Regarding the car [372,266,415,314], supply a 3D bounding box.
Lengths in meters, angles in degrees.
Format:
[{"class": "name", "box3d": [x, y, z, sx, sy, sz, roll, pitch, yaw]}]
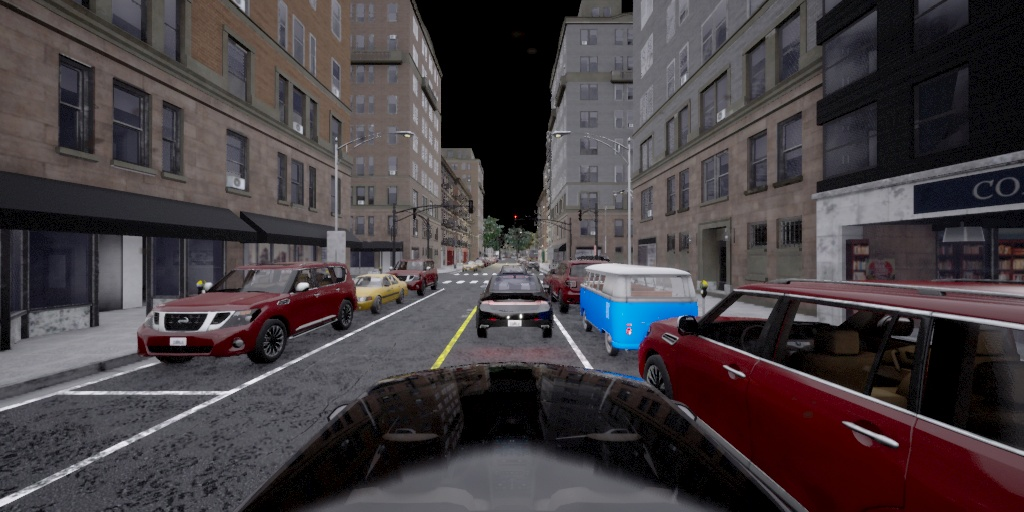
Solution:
[{"class": "car", "box3d": [-5.397, 1.275, 13.817, 1.751, 1.417, 4.829, 0, 0, 0]}]

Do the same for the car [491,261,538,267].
[{"class": "car", "box3d": [0.074, 1.241, 20.229, 2.128, 1.511, 4.902, 0, 0, -1]}]

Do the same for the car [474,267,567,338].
[{"class": "car", "box3d": [0.075, 1.242, 10.178, 2.128, 1.511, 4.902, 0, 0, 0]}]

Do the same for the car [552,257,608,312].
[{"class": "car", "box3d": [2.641, 1.064, 13.984, 2.192, 1.841, 5.009, 0, 0, 0]}]

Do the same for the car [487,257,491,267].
[{"class": "car", "box3d": [-5.392, 1.063, 63.119, 2.192, 1.841, 5.009, 0, 0, 0]}]

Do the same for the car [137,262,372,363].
[{"class": "car", "box3d": [-5.397, 1.065, 8.310, 2.192, 1.841, 5.009, 0, 0, 0]}]

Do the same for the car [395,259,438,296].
[{"class": "car", "box3d": [-5.396, 1.064, 19.666, 2.192, 1.841, 5.009, 0, 0, 0]}]

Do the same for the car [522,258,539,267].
[{"class": "car", "box3d": [2.651, 1.298, 46.671, 2.007, 1.370, 4.403, 0, 0, 0]}]

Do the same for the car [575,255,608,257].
[{"class": "car", "box3d": [6.804, 0.935, 34.805, 5.566, 2.045, 2.150, 0, 0, 0]}]

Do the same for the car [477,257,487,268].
[{"class": "car", "box3d": [-5.395, 1.274, 57.467, 1.751, 1.417, 4.829, 0, 0, 0]}]

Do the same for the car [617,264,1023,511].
[{"class": "car", "box3d": [2.638, 1.065, 2.626, 2.192, 1.841, 5.009, 0, 0, 0]}]

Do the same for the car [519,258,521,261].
[{"class": "car", "box3d": [2.654, 1.299, 57.635, 2.007, 1.370, 4.403, 0, 0, 0]}]

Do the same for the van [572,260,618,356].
[{"class": "van", "box3d": [2.639, 1.091, 8.305, 1.690, 1.789, 3.998, 0, 0, 0]}]

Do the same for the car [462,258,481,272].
[{"class": "car", "box3d": [-5.403, 1.273, 46.504, 1.751, 1.417, 4.829, 0, 0, 0]}]
